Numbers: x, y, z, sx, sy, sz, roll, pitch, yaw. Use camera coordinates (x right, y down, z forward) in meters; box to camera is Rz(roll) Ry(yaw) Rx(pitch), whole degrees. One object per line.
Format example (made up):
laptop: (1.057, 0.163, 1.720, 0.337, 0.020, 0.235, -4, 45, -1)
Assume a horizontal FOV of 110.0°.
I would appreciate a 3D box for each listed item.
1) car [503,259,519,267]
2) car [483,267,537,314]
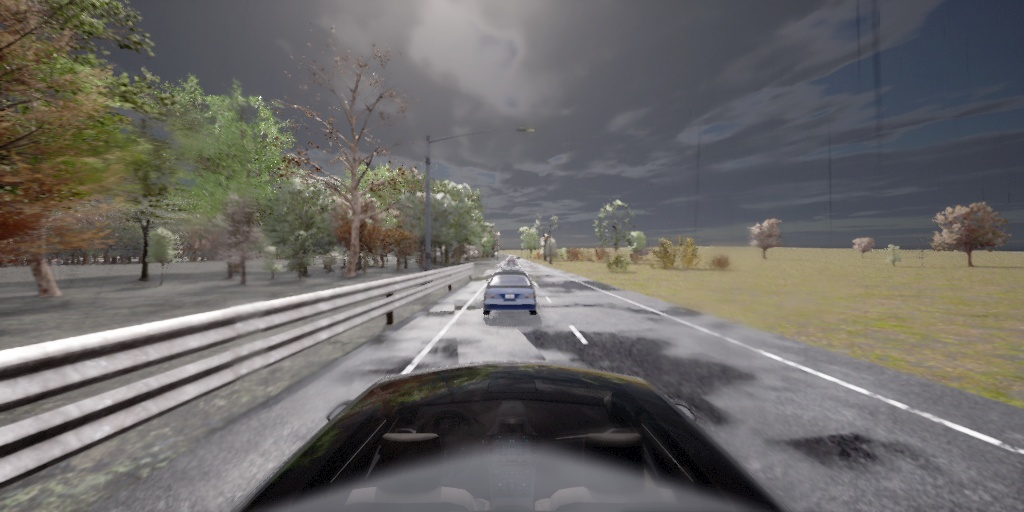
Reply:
car: (-0.092, 1.345, 39.677, 1.895, 1.301, 4.718, 0, 0, 0)
car: (-0.071, 1.298, 13.648, 2.033, 1.411, 5.357, 0, 0, 0)
